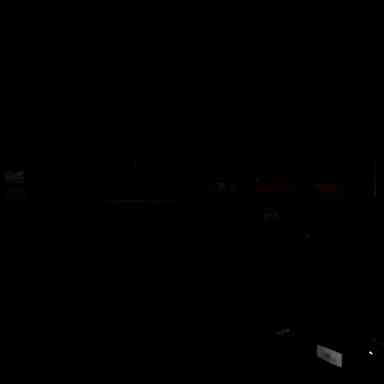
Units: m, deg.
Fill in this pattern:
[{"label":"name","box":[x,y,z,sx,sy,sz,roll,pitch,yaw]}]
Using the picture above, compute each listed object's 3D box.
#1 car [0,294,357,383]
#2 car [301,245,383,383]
[{"label":"car","box":[-1.109,1.567,2.025,4.313,1.339,1.947,0,-1,-35]},{"label":"car","box":[3.408,1.582,5.234,4.313,1.339,1.947,0,0,-35]}]
